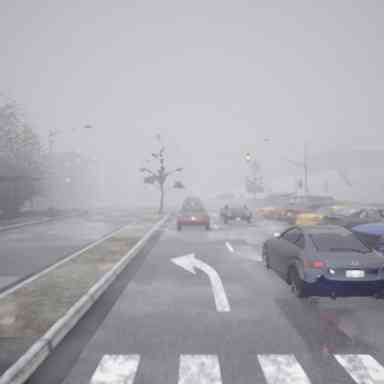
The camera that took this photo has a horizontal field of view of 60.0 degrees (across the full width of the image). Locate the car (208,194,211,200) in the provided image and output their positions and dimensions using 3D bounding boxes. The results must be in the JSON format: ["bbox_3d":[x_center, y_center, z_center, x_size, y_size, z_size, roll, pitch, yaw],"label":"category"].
[{"bbox_3d":[7.796,1.350,88.037,5.366,1.575,1.946,1,-1,-20],"label":"car"}]

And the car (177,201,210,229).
[{"bbox_3d":[0.077,1.465,20.869,1.994,1.385,4.181,0,0,0],"label":"car"}]

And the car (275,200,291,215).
[{"bbox_3d":[8.071,1.422,20.938,4.792,1.488,2.163,1,0,-20],"label":"car"}]

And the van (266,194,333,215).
[{"bbox_3d":[7.936,1.156,23.864,4.442,1.987,1.878,1,0,-20],"label":"van"}]

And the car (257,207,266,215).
[{"bbox_3d":[7.866,1.370,26.823,5.366,1.575,1.946,1,0,-20],"label":"car"}]

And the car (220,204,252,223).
[{"bbox_3d":[3.072,1.493,24.244,1.895,1.301,4.718,0,0,0],"label":"car"}]

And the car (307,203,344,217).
[{"bbox_3d":[8.046,1.411,14.961,4.892,1.521,2.231,1,0,-20],"label":"car"}]

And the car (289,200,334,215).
[{"bbox_3d":[8.223,1.399,18.008,5.366,1.575,1.946,1,0,-20],"label":"car"}]

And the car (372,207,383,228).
[{"bbox_3d":[8.089,1.184,9.010,5.566,2.045,2.435,1,0,-20],"label":"car"}]

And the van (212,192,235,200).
[{"bbox_3d":[7.873,0.943,79.132,4.442,1.987,1.878,1,-1,-20],"label":"van"}]

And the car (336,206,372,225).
[{"bbox_3d":[8.062,1.422,11.975,5.008,1.535,2.097,1,1,-20],"label":"car"}]

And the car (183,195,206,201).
[{"bbox_3d":[0.057,1.209,35.772,2.097,1.767,4.553,0,0,0],"label":"car"}]

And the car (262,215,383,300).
[{"bbox_3d":[3.090,1.510,8.308,1.994,1.385,4.181,0,0,0],"label":"car"}]
